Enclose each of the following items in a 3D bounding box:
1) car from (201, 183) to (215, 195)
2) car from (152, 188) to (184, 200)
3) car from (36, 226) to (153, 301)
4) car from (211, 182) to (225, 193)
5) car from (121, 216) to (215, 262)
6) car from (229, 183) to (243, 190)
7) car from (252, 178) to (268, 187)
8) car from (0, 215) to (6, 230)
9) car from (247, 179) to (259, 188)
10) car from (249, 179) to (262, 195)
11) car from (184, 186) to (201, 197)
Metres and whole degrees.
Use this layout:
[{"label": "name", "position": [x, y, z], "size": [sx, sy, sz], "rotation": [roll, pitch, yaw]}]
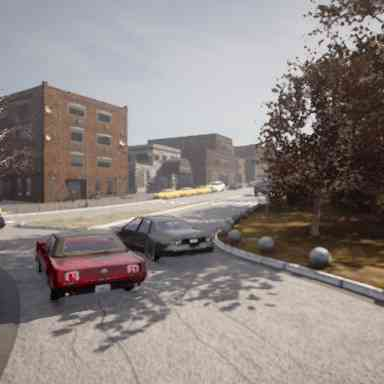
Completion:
[{"label": "car", "position": [1.572, -0.340, 59.419], "size": [1.946, 1.575, 5.366], "rotation": [0, 3, 30]}, {"label": "car", "position": [-3.883, 0.295, 49.832], "size": [1.946, 1.575, 5.366], "rotation": [0, 3, 30]}, {"label": "car", "position": [-2.859, 1.638, 8.557], "size": [1.895, 1.301, 4.718], "rotation": [0, 0, -29]}, {"label": "car", "position": [4.430, -0.921, 64.448], "size": [2.435, 2.045, 5.566], "rotation": [0, 3, 30]}, {"label": "car", "position": [-1.389, 1.597, 12.481], "size": [2.033, 1.411, 5.357], "rotation": [0, 0, -35]}, {"label": "car", "position": [9.879, -1.272, 74.055], "size": [2.163, 1.488, 4.792], "rotation": [0, 3, 30]}, {"label": "car", "position": [18.046, -2.502, 88.432], "size": [2.435, 2.045, 5.566], "rotation": [0, 3, 30]}, {"label": "car", "position": [-13.528, 1.642, 20.225], "size": [4.181, 1.385, 1.994], "rotation": [1, 1, 17]}, {"label": "car", "position": [15.348, -1.935, 83.678], "size": [2.231, 1.521, 4.892], "rotation": [0, 3, 30]}, {"label": "car", "position": [11.627, -0.553, 53.268], "size": [2.150, 2.045, 5.566], "rotation": [0, 3, 30]}, {"label": "car", "position": [-1.151, -0.024, 54.622], "size": [1.946, 1.575, 5.366], "rotation": [0, 3, 30]}]
